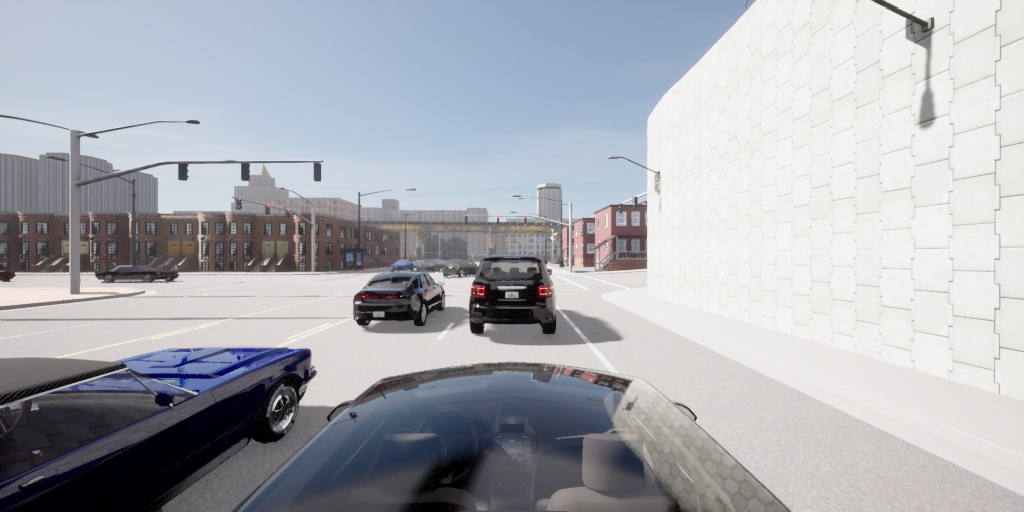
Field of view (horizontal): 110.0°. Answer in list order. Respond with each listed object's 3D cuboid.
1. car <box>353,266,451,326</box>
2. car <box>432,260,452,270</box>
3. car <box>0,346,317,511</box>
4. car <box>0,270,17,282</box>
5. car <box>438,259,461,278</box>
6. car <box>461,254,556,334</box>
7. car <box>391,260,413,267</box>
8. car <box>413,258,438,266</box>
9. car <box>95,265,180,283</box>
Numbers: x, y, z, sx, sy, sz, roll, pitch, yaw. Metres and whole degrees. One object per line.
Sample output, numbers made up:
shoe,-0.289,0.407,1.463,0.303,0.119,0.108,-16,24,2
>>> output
car,-3.422,1.255,11.645,1.837,1.490,4.892,0,0,0
car,-10.603,1.297,54.996,2.033,1.411,5.357,0,0,0
car,-3.397,1.351,2.391,1.895,1.301,4.718,0,0,0
car,-40.823,1.350,27.056,4.718,1.301,1.895,0,0,0
car,-4.621,1.101,34.894,2.097,1.767,4.553,0,0,31
car,0.062,0.971,10.755,2.150,2.045,5.566,0,0,1
car,-14.106,1.227,46.320,1.882,1.535,5.008,0,0,1
car,-10.593,1.101,45.528,2.097,1.767,4.553,0,0,0
car,-28.177,1.350,27.101,4.718,1.301,1.895,0,0,0
